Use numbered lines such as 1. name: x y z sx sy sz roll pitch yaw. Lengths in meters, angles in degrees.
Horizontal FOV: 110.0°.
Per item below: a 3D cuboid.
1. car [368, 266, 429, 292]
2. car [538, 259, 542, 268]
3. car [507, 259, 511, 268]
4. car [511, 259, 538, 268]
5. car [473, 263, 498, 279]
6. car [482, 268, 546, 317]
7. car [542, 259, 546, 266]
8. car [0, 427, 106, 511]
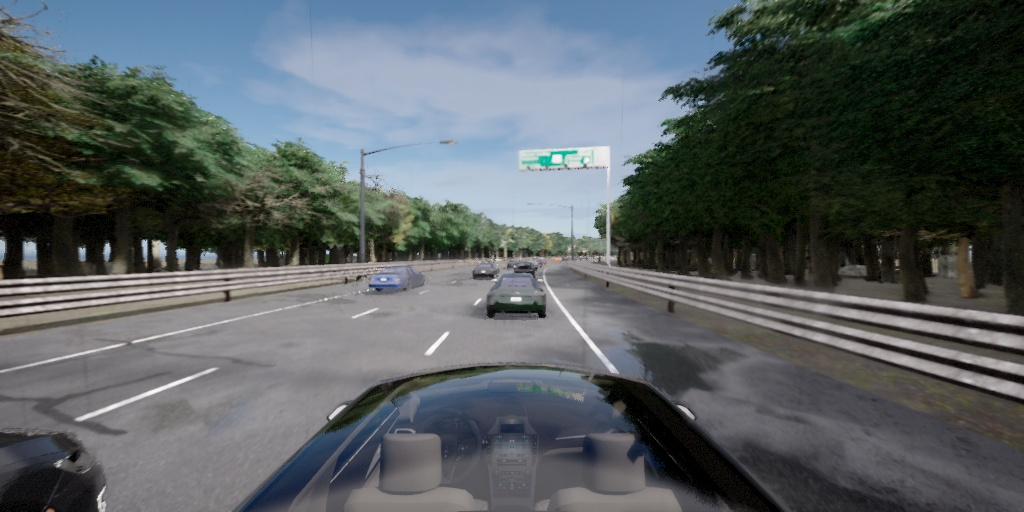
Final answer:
1. car: -6.553 1.285 21.263 2.033 1.411 5.357 0 0 3
2. car: 2.641 1.342 48.416 1.895 1.301 4.718 0 0 6
3. car: 0.412 1.221 58.458 2.128 1.511 4.902 0 0 8
4. car: 1.184 1.253 32.395 1.837 1.490 4.892 0 0 4
5. car: -2.255 1.304 32.296 1.994 1.385 4.181 0 0 4
6. car: 0.193 1.315 13.189 1.994 1.385 4.181 0 0 2
7. car: 4.126 1.228 60.330 2.128 1.511 4.902 0 0 8
8. car: -3.428 1.247 0.139 1.837 1.490 4.892 0 0 0
